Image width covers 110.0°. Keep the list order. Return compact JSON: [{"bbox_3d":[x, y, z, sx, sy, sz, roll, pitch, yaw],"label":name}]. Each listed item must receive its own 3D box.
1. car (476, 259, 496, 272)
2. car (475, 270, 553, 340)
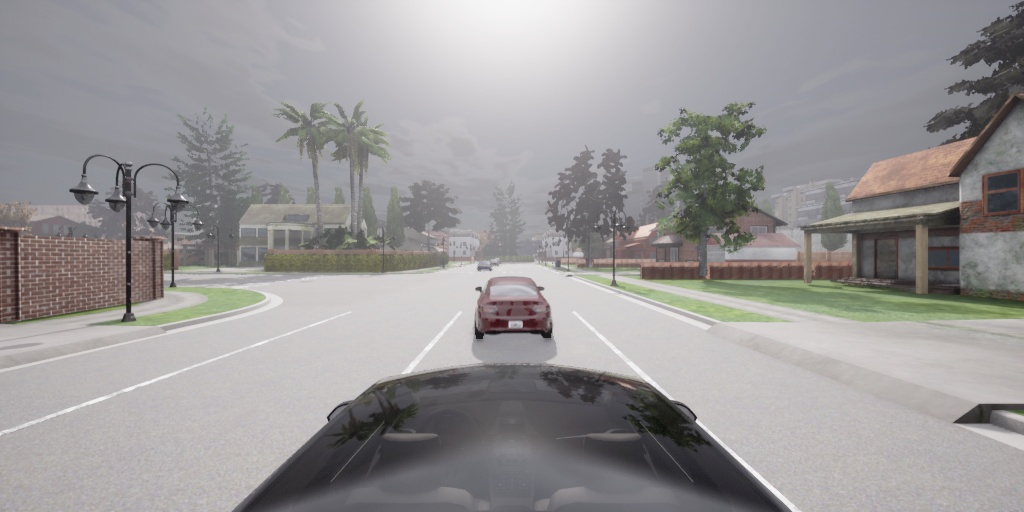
[{"bbox_3d":[-3.597,1.296,47.802,2.033,1.411,5.357,0,0,0],"label":"car"},{"bbox_3d":[-0.035,1.276,9.867,1.812,1.442,4.674,0,0,-3],"label":"car"}]
